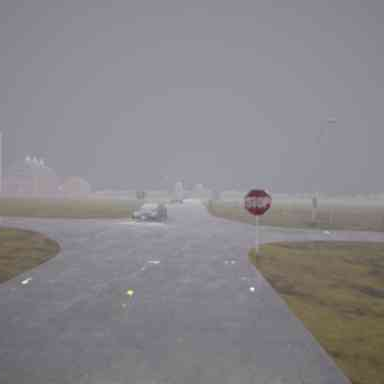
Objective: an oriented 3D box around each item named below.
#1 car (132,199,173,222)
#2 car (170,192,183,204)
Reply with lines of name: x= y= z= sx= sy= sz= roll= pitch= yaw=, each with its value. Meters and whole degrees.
car: x=-3.107 y=1.545 z=26.280 sx=1.812 sy=1.442 sz=4.674 roll=2 pitch=1 yaw=10
car: x=-2.764 y=1.161 z=59.861 sx=2.150 sy=2.045 sz=5.566 roll=0 pitch=2 yaw=0
